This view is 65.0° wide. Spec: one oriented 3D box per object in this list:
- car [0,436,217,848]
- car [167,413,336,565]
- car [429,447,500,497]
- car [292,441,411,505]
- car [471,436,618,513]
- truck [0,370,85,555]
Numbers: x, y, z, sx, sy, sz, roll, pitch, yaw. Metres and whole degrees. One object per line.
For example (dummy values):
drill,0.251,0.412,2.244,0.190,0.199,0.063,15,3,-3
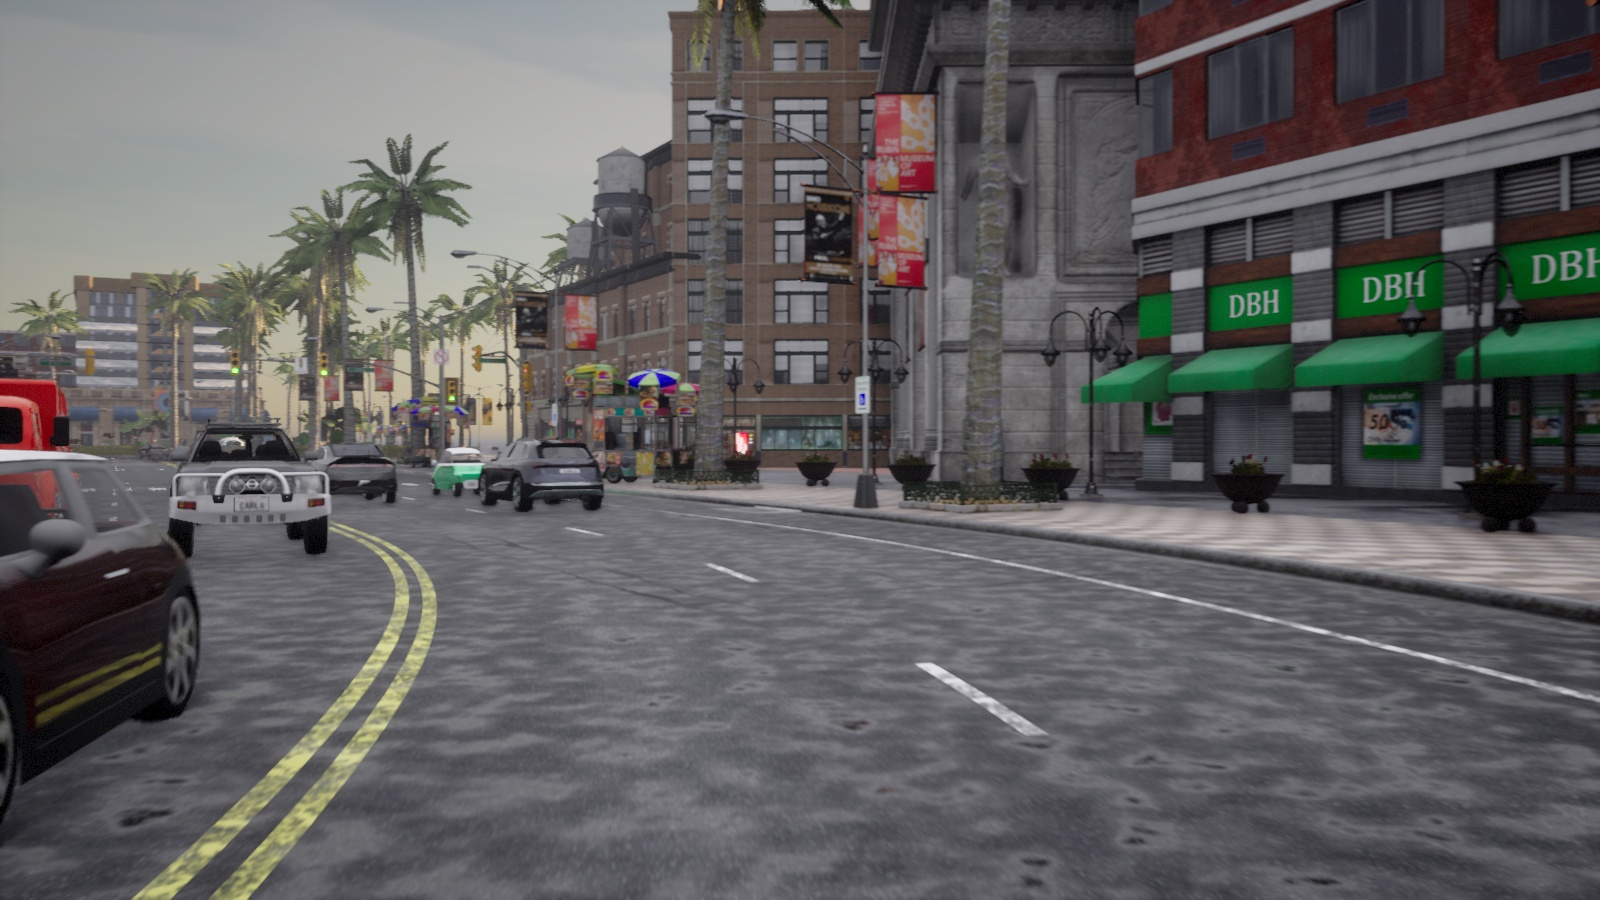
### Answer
car,-3.993,0.683,5.193,1.970,1.475,3.806,0,0,-10
car,-7.851,0.464,17.759,1.932,1.855,4.605,0,0,-26
car,-9.620,0.600,35.962,1.481,1.376,2.207,0,1,-29
car,-11.584,0.523,32.223,2.128,1.511,4.902,0,0,-28
car,-6.061,0.512,29.370,2.033,1.649,4.856,0,0,-29
truck,-12.272,0.156,18.759,2.627,2.467,5.204,0,0,-28
